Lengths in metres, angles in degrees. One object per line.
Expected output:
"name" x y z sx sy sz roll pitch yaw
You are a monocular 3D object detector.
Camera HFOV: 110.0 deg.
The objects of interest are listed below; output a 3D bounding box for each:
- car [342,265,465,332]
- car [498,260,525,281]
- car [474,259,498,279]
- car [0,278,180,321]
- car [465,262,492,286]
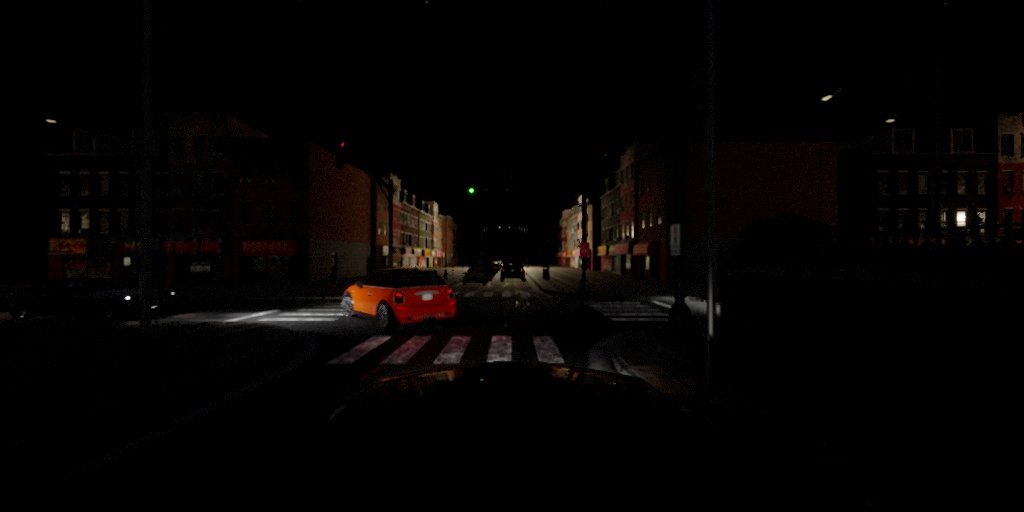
"car" -3.746 1.165 11.496 2.097 1.767 4.553 0 0 -41
"car" 0.062 1.274 32.577 2.097 1.767 4.553 0 0 0
"car" -2.676 1.236 32.452 2.192 1.841 5.009 0 0 0
"car" -14.386 1.426 12.295 4.718 1.301 1.895 0 0 3
"car" -2.668 1.415 26.830 1.751 1.417 4.829 0 0 0
